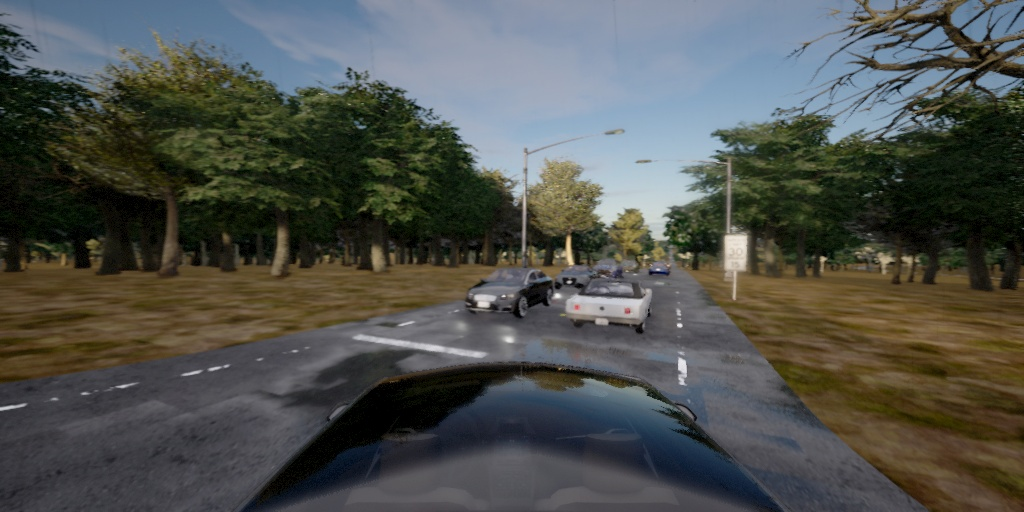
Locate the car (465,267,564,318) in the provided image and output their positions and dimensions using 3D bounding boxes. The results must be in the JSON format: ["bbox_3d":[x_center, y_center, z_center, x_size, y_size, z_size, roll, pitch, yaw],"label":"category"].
[{"bbox_3d":[0.105,1.172,12.883,2.128,1.511,4.902,1,0,23],"label":"car"}]

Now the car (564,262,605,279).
[{"bbox_3d":[3.936,1.239,21.285,1.994,1.385,4.181,1,0,25],"label":"car"}]

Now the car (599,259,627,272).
[{"bbox_3d":[8.148,1.049,30.532,2.097,1.767,4.553,1,0,25],"label":"car"}]

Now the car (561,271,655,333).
[{"bbox_3d":[3.136,1.333,10.832,1.895,1.301,4.718,1,0,24],"label":"car"}]

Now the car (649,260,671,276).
[{"bbox_3d":[16.029,1.417,39.069,1.994,1.385,4.181,1,0,25],"label":"car"}]

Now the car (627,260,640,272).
[{"bbox_3d":[14.530,1.268,44.362,2.097,1.767,4.553,1,-1,24],"label":"car"}]
